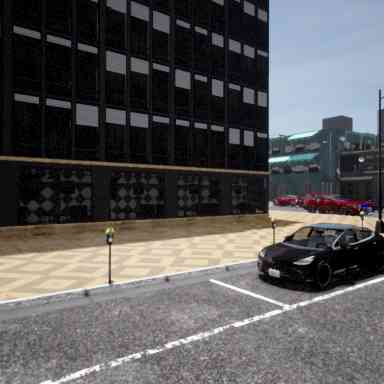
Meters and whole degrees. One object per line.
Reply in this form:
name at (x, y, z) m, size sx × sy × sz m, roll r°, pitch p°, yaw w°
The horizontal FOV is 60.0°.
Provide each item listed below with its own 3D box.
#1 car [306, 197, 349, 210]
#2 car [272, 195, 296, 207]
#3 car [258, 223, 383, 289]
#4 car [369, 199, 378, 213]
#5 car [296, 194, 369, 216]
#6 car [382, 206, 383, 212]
car at (15.740, 1.341, 38.805) m, size 1.802 × 1.307 × 4.206 m, roll 1°, pitch 0°, yaw -36°
car at (12.459, 1.130, 43.278) m, size 1.967 × 1.590 × 4.097 m, roll 1°, pitch 0°, yaw -36°
car at (3.743, 1.566, 9.222) m, size 4.313 × 1.339 × 1.947 m, roll 0°, pitch 0°, yaw -35°
car at (14.236, 1.322, 31.052) m, size 1.812 × 1.442 × 4.674 m, roll 0°, pitch 1°, yaw -38°
car at (12.272, 1.101, 29.376) m, size 2.192 × 1.841 × 5.009 m, roll 1°, pitch 0°, yaw -36°
car at (19.022, 1.372, 34.336) m, size 1.887 × 1.381 × 4.507 m, roll 1°, pitch 0°, yaw -36°
